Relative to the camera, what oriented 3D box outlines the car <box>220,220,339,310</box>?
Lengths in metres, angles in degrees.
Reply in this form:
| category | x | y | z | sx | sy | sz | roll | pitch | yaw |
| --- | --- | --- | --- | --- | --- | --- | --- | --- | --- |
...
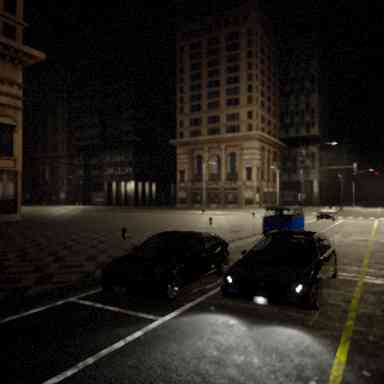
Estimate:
| category | x | y | z | sx | sy | sz | roll | pitch | yaw |
| --- | --- | --- | --- | --- | --- | --- | --- | --- | --- |
| car | 2.617 | 1.706 | 8.607 | 2.033 | 1.411 | 5.357 | -1 | -1 | 30 |

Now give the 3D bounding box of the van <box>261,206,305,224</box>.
| category | x | y | z | sx | sy | sz | roll | pitch | yaw |
| --- | --- | --- | --- | --- | --- | --- | --- | --- | --- |
| van | 5.202 | 1.679 | 18.670 | 1.690 | 1.788 | 3.998 | -1 | -1 | 30 |

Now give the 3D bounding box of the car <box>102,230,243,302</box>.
| category | x | y | z | sx | sy | sz | roll | pitch | yaw |
| --- | --- | --- | --- | --- | --- | --- | --- | --- | --- |
| car | -0.412 | 1.728 | 8.882 | 1.947 | 1.339 | 4.313 | -1 | -1 | 30 |

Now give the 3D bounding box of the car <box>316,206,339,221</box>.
| category | x | y | z | sx | sy | sz | roll | pitch | yaw |
| --- | --- | --- | --- | --- | --- | --- | --- | --- | --- |
| car | 13.626 | 2.146 | 33.342 | 2.008 | 1.369 | 4.403 | -1 | -1 | 30 |
